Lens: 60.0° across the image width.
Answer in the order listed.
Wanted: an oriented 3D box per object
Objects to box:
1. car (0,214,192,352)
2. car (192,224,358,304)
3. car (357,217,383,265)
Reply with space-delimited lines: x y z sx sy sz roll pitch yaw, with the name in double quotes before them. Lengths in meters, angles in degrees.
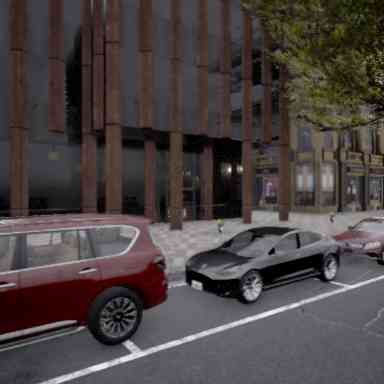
"car" -2.710 1.313 4.831 5.009 1.841 2.192 0 0 -36
"car" 1.881 1.542 8.109 4.313 1.339 1.947 0 0 -36
"car" 6.470 1.538 11.385 4.206 1.307 1.802 0 0 -36
